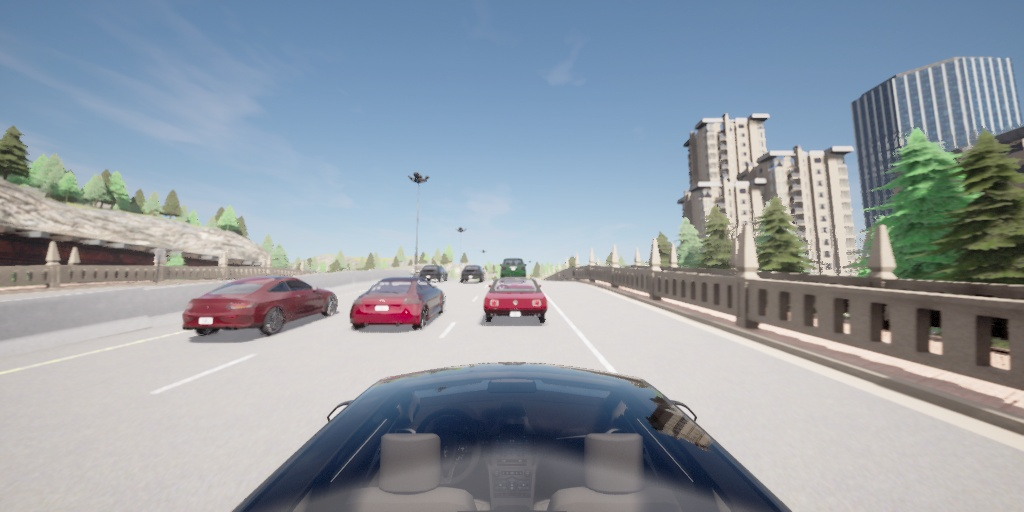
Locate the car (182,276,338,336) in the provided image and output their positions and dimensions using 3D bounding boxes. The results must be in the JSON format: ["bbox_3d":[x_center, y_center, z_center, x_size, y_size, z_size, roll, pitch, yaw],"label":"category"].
[{"bbox_3d":[-6.898,1.298,10.382,1.812,1.442,4.674,0,0,0],"label":"car"}]

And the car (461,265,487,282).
[{"bbox_3d":[-3.394,1.571,31.896,1.837,1.490,4.892,0,-2,0],"label":"car"}]

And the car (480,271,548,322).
[{"bbox_3d":[0.103,1.379,12.468,1.895,1.301,4.718,0,0,0],"label":"car"}]

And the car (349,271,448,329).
[{"bbox_3d":[-3.397,1.339,11.370,1.994,1.385,4.181,0,0,0],"label":"car"}]

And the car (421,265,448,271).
[{"bbox_3d":[-6.894,1.571,31.902,1.837,1.490,4.892,0,-2,0],"label":"car"}]

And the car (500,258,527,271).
[{"bbox_3d":[0.106,1.255,31.104,2.150,2.045,5.566,0,-2,0],"label":"car"}]
